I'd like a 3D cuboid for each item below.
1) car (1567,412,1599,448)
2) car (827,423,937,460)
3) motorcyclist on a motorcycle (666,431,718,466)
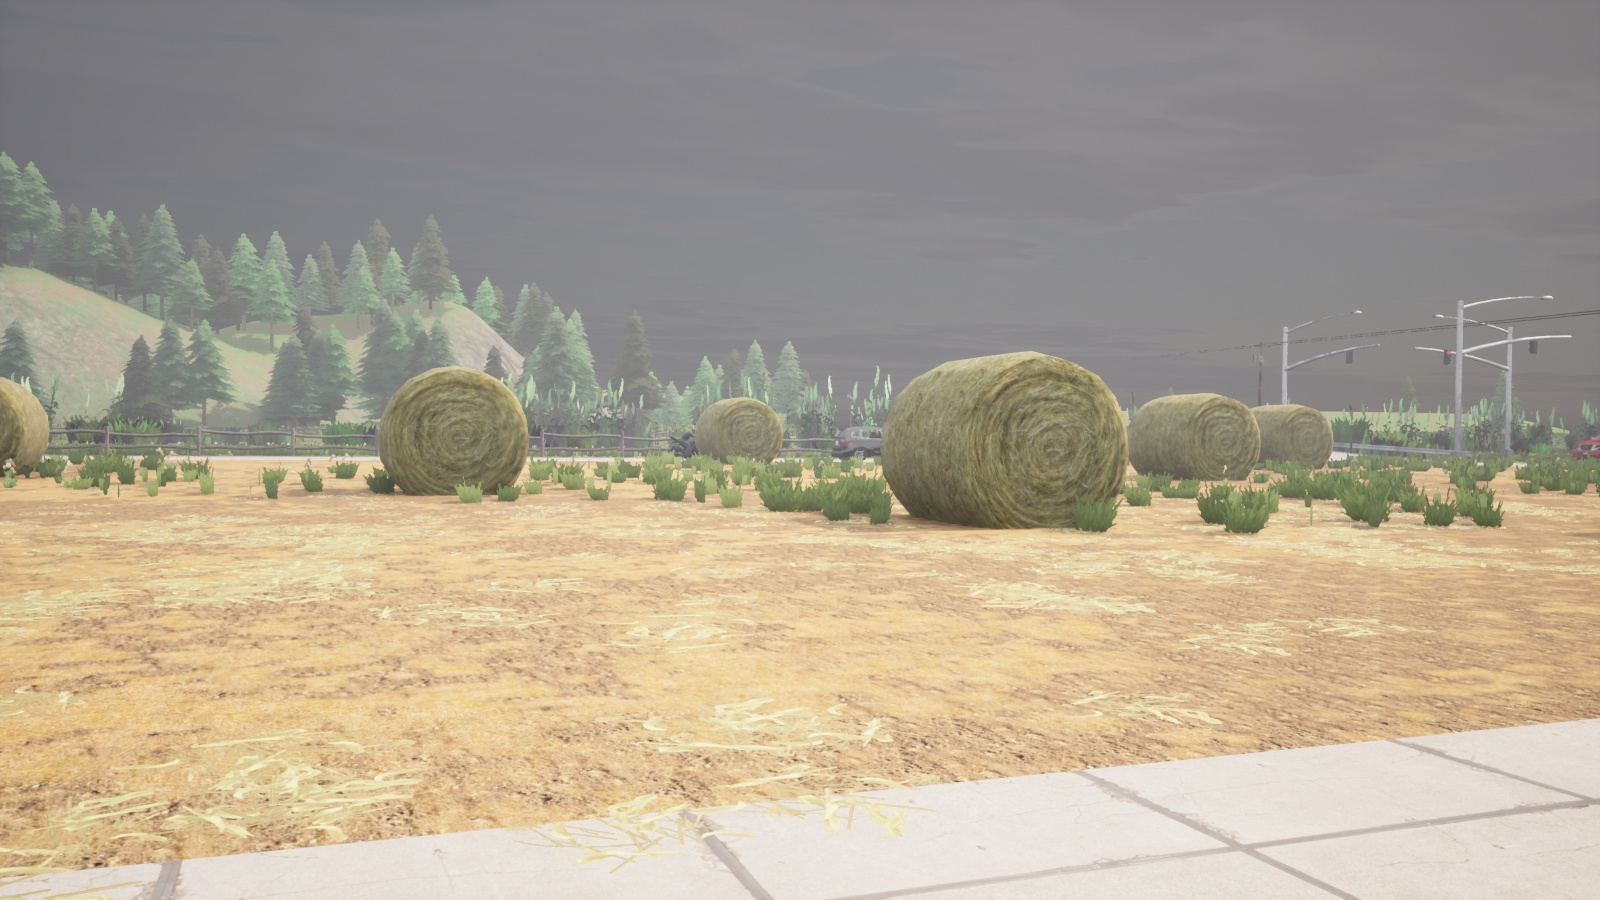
[{"bbox_3d":[46.811,-1.172,71.686,5.566,2.045,2.150,-1,1,-20],"label":"car"},{"bbox_3d":[3.811,-0.411,58.802,4.611,1.667,2.242,-1,1,-17],"label":"car"},{"bbox_3d":[-4.837,-0.083,56.186,2.191,1.530,0.866,-1,1,-17],"label":"motorcyclist on a motorcycle"}]
